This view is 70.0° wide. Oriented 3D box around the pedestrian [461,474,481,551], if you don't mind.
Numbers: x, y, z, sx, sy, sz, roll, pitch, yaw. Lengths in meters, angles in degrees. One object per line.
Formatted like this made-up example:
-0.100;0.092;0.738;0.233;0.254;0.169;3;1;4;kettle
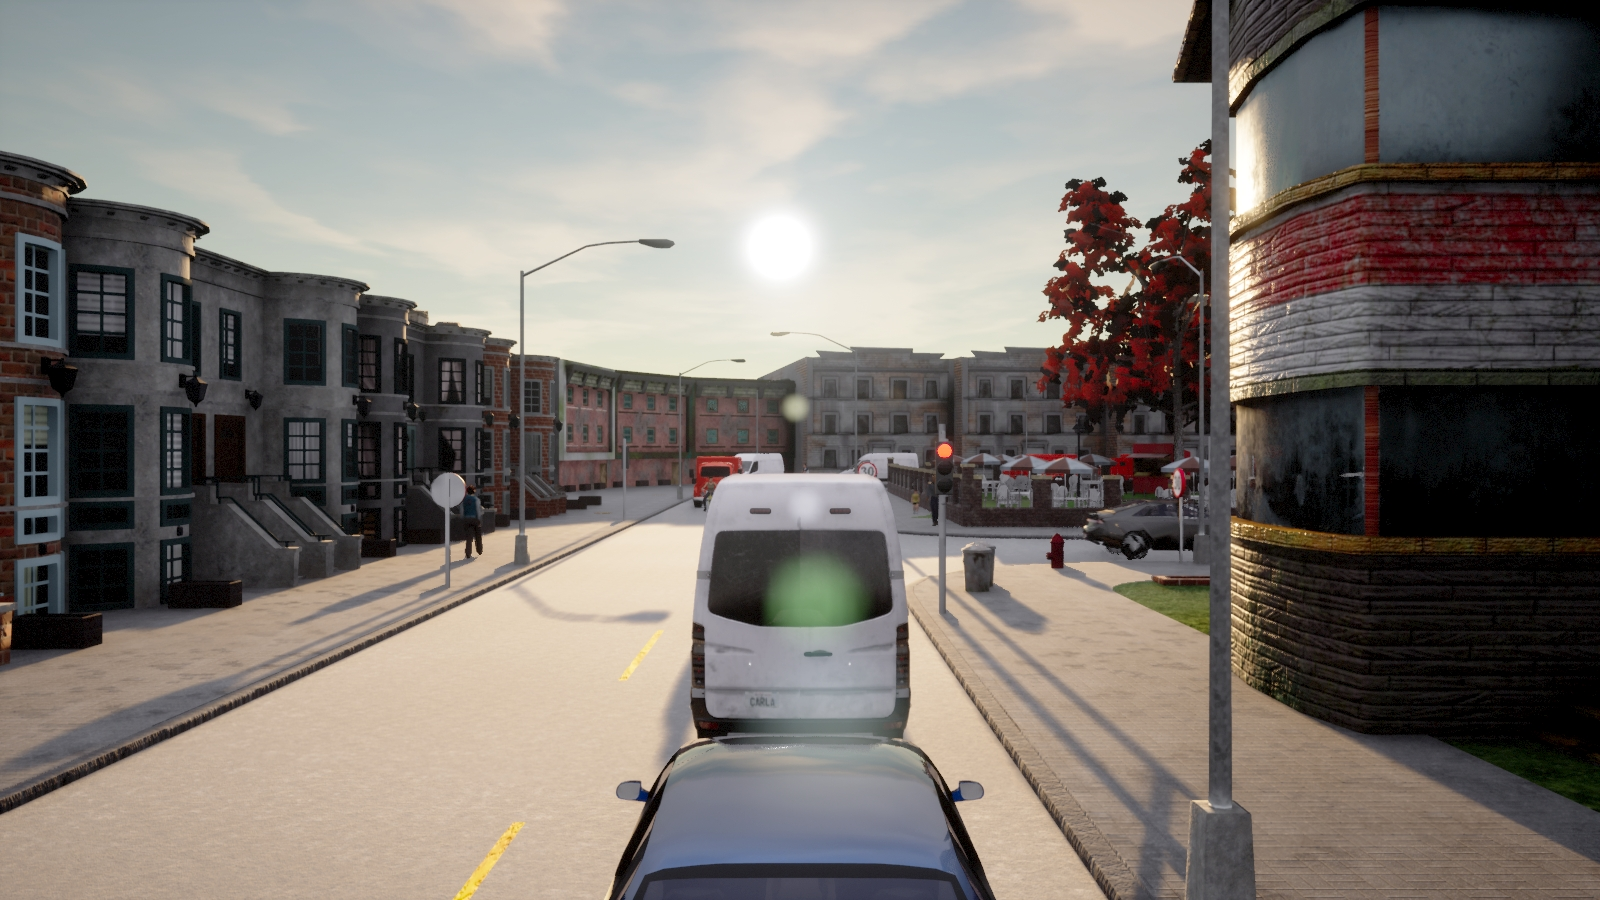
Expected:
-7.996;1.513;27.763;0.375;1.860;0.375;0;0;1;pedestrian

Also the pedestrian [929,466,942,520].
4.706;1.500;39.736;0.375;1.860;0.375;0;0;-4;pedestrian

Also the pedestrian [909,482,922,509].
4.766;1.879;47.113;0.500;1.100;0.500;0;0;0;pedestrian

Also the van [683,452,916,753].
-0.004;1.309;12.716;1.988;2.561;5.915;0;0;0;van

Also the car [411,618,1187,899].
-0.003;1.883;5.315;2.033;1.411;5.357;0;0;0;car

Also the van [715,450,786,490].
-3.216;1.286;76.032;1.988;2.561;5.915;0;0;28;van

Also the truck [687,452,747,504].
-4.032;1.326;56.586;2.627;2.467;5.204;0;0;0;truck

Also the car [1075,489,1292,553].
9.850;1.815;29.645;4.902;1.511;2.128;0;0;1;car
